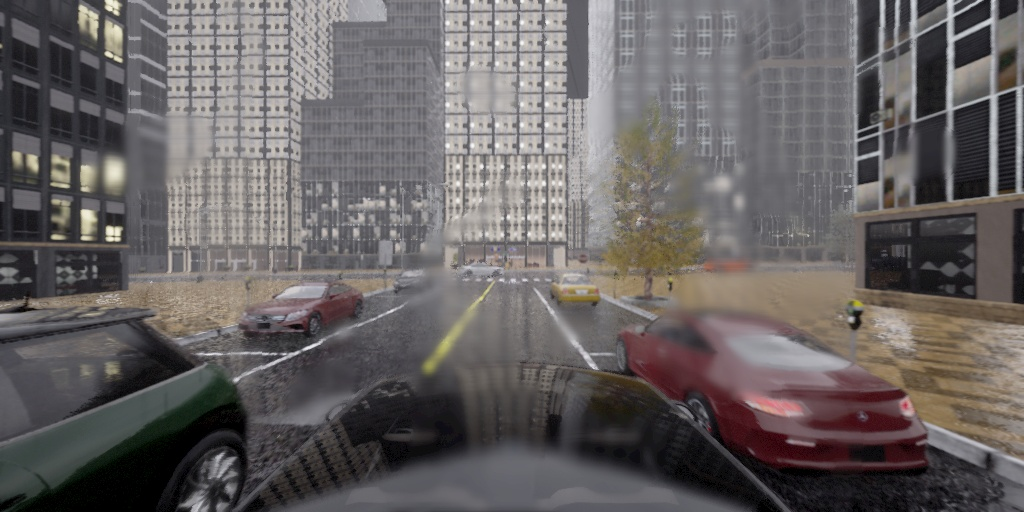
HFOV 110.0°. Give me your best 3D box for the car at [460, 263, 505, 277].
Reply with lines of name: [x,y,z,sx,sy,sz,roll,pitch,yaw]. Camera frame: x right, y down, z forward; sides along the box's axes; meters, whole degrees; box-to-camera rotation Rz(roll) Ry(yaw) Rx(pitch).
car: [-3.135,1.451,38.109,4.674,1.442,1.812,0,0,1]

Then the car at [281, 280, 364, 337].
car: [-5.698,1.380,10.330,1.802,1.307,4.207,0,0,0]

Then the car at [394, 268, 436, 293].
car: [-5.706,1.410,21.449,2.007,1.370,4.403,0,0,0]

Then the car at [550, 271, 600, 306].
car: [2.678,1.354,16.066,1.751,1.417,4.829,0,0,0]

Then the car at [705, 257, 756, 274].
car: [22.995,0.928,37.788,4.553,1.767,2.097,-1,0,1]

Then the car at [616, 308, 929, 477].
car: [2.688,1.349,4.776,1.802,1.307,4.207,0,0,0]

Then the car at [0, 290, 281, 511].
car: [-3.100,1.097,0.869,2.097,1.767,4.553,0,0,0]
